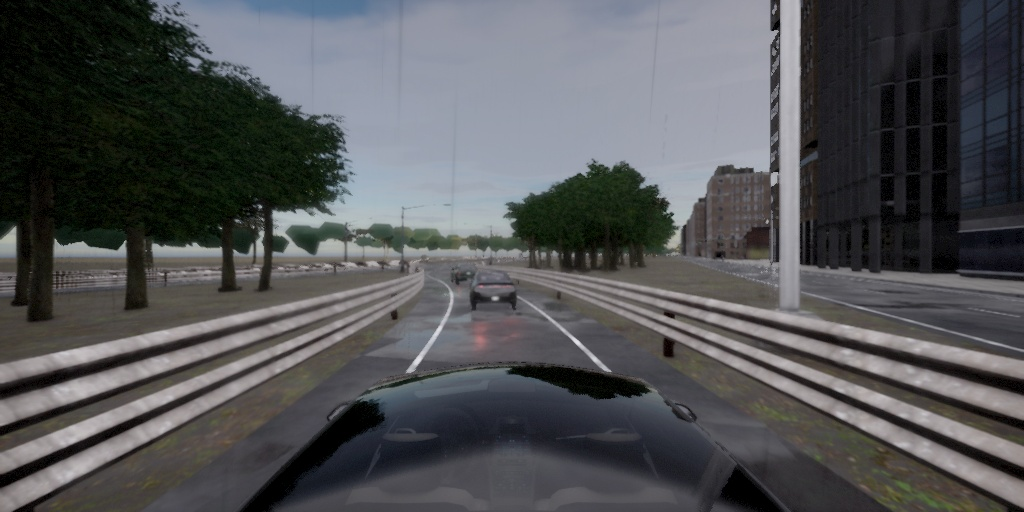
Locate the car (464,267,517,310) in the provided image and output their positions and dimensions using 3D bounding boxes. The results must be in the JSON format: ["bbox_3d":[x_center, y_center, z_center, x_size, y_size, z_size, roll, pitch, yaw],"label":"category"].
[{"bbox_3d":[-0.931,1.404,15.814,2.128,1.511,4.902,0,-1,-7],"label":"car"}]

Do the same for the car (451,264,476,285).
[{"bbox_3d":[-4.055,1.443,30.869,2.097,1.767,4.553,0,-1,-16],"label":"car"}]
